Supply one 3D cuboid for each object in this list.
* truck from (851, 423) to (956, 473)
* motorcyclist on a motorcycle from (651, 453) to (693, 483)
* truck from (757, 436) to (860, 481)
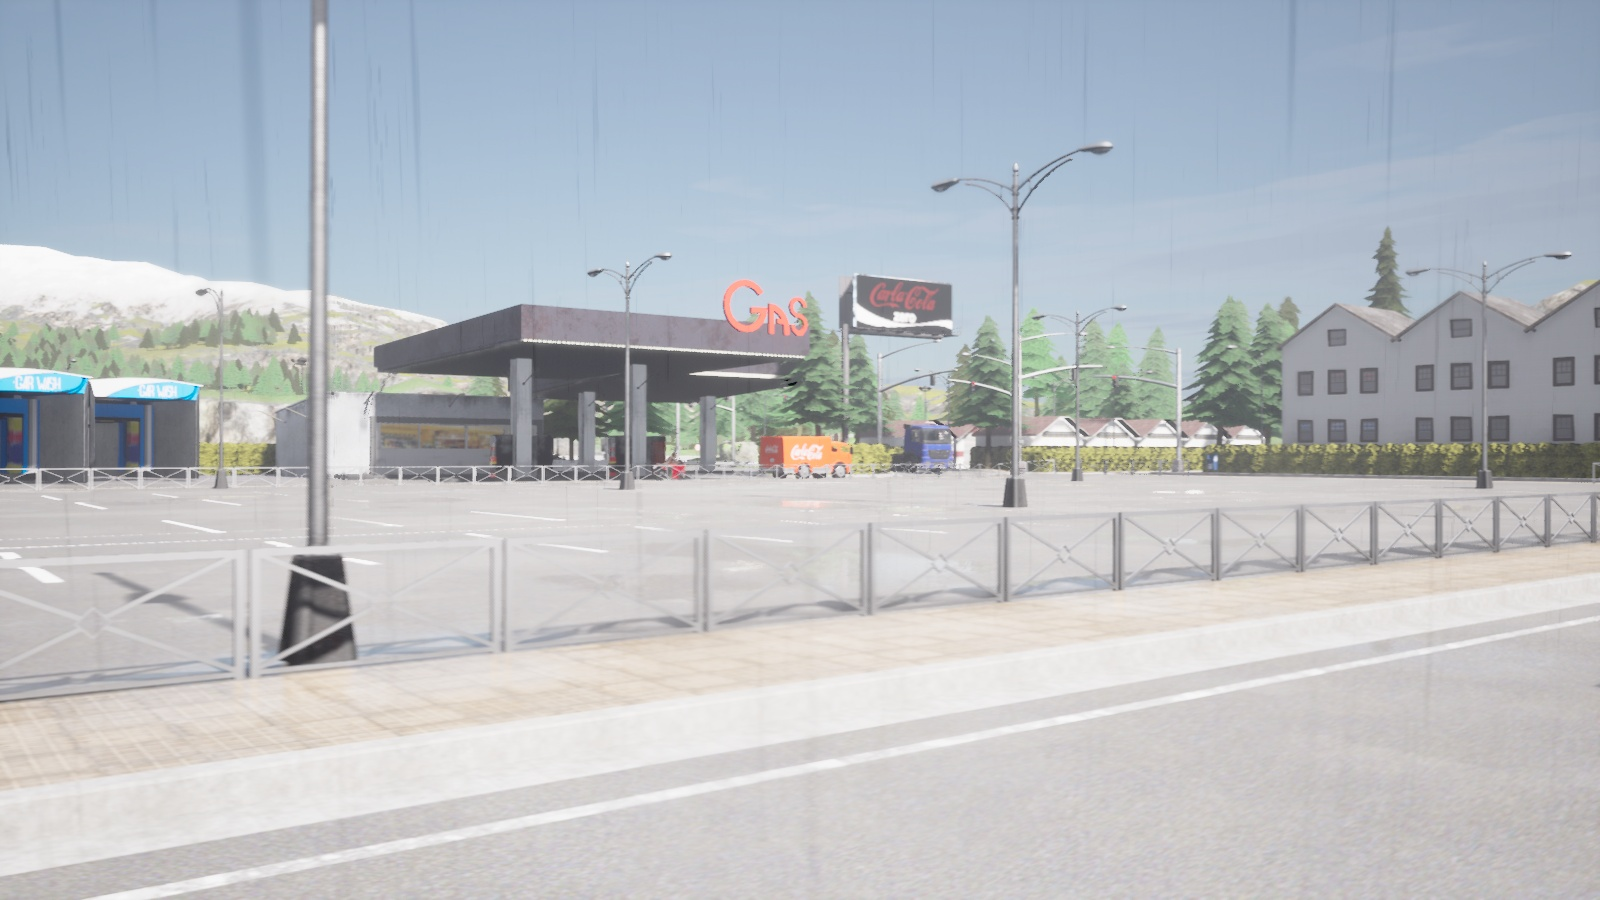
[{"bbox_3d":[7.327,-0.173,90.008,2.891,3.462,7.936,0,0,-37],"label":"truck"},{"bbox_3d":[-6.625,0.931,64.934,2.044,1.523,0.797,0,0,-37],"label":"motorcyclist on a motorcycle"},{"bbox_3d":[0.503,0.460,70.293,5.204,2.467,2.627,0,0,-37],"label":"truck"}]
